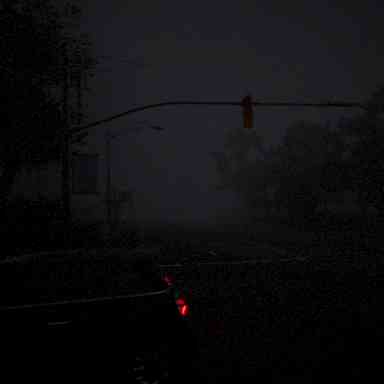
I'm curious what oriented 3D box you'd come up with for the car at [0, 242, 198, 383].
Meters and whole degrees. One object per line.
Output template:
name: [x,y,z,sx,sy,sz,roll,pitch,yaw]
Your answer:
car: [-2.288,1.675,4.781,4.553,1.767,2.097,-1,-3,-12]
